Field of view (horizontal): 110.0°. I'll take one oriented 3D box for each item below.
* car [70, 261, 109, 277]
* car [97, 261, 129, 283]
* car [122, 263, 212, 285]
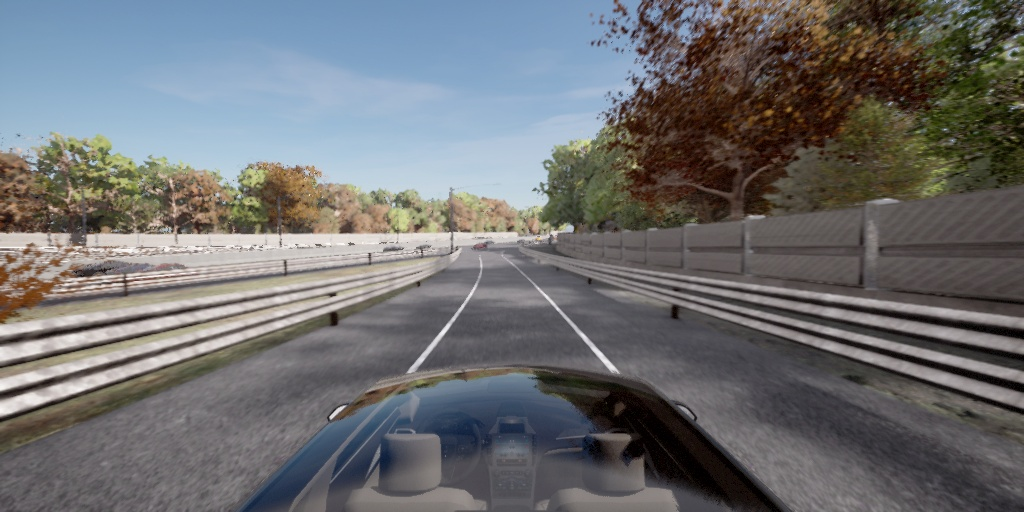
[{"bbox_3d":[-32.208,1.124,29.306,1.882,1.535,5.008,1,4,20],"label":"car"},{"bbox_3d":[-28.882,1.261,28.219,1.994,1.385,4.181,1,4,20],"label":"car"},{"bbox_3d":[-25.560,1.276,27.111,1.812,1.442,4.674,1,4,20],"label":"car"}]
